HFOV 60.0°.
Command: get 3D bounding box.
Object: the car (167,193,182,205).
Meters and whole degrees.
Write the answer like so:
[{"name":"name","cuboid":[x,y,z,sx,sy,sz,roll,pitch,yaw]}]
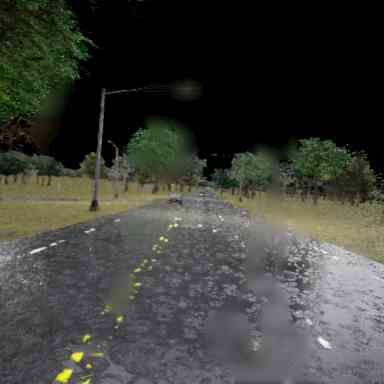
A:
[{"name":"car","cuboid":[-2.388,0.955,47.785,1.882,1.535,5.008,4,-1,2]}]
